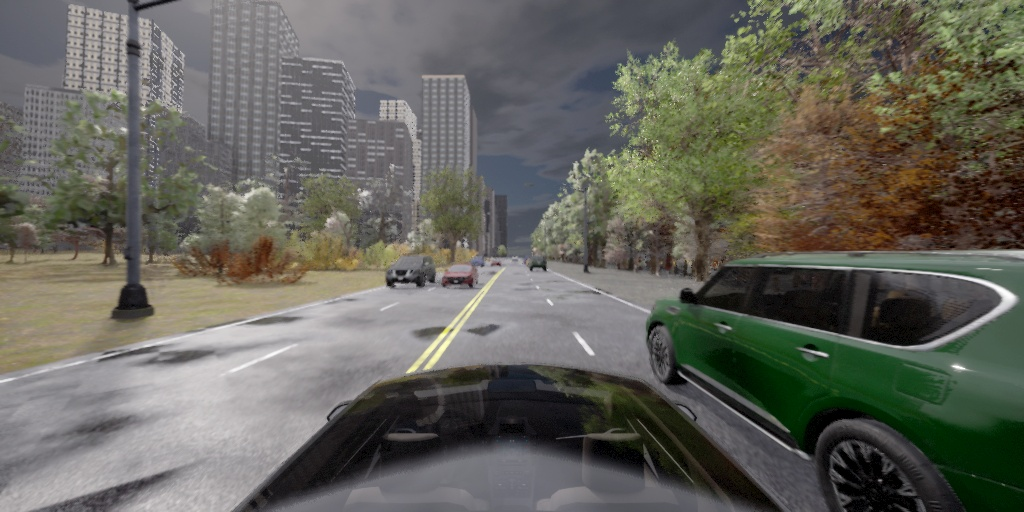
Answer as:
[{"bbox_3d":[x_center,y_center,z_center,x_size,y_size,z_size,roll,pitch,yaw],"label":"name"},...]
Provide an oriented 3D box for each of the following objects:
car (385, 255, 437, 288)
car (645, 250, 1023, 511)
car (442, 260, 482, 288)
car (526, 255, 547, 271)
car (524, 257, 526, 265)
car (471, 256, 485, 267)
[{"bbox_3d":[-6.554,0.979,23.928,2.150,2.045,5.566,0,0,1],"label":"car"},{"bbox_3d":[3.352,0.969,3.822,2.150,2.045,5.566,0,0,0],"label":"car"},{"bbox_3d":[-3.315,1.234,23.779,1.882,1.535,5.008,0,0,0],"label":"car"},{"bbox_3d":[3.435,0.957,47.839,2.150,2.045,5.566,-1,0,1],"label":"car"},{"bbox_3d":[3.569,1.246,58.843,2.163,1.488,4.792,-1,0,1],"label":"car"},{"bbox_3d":[-6.118,1.014,65.123,2.150,2.045,5.566,0,0,1],"label":"car"}]
